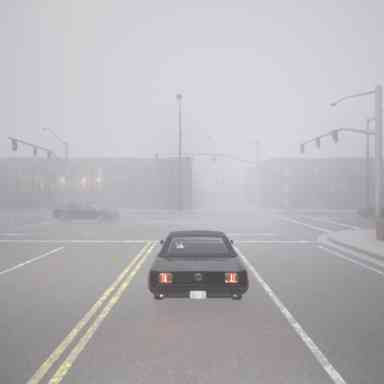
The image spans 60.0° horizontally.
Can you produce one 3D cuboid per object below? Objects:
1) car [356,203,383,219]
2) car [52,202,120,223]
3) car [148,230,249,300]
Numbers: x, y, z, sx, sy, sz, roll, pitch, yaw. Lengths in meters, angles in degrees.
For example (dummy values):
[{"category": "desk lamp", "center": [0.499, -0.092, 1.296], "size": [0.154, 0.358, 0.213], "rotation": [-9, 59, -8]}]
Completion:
[{"category": "car", "center": [16.893, 1.601, 28.749], "size": [4.718, 1.301, 1.895], "rotation": [0, 0, 0]}, {"category": "car", "center": [-7.885, 1.493, 24.983], "size": [4.902, 1.511, 2.128], "rotation": [0, 0, 0]}, {"category": "car", "center": [0.121, 1.601, 8.334], "size": [1.895, 1.301, 4.718], "rotation": [0, 0, 0]}]
